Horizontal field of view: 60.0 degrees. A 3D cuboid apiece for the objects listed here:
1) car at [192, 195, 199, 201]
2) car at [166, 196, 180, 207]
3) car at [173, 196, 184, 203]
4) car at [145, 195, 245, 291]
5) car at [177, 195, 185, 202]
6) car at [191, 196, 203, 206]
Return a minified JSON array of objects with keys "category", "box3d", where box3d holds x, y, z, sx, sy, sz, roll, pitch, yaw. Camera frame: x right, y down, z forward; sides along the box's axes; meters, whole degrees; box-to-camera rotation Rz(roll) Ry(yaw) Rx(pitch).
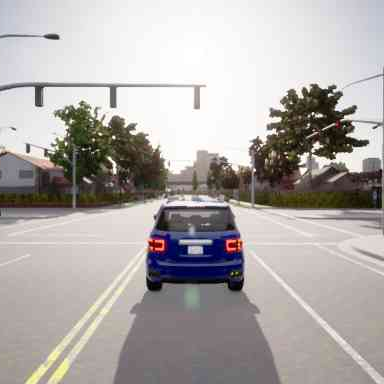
[{"category":"car","box3d":[0.928,1.544,89.502,1.994,1.385,4.181,0,0,0]},{"category":"car","box3d":[-2.896,1.476,51.620,1.882,1.535,5.008,0,0,1]},{"category":"car","box3d":[-2.702,1.546,69.328,2.033,1.411,5.357,0,0,0]},{"category":"car","box3d":[0.069,1.222,9.162,2.150,2.045,5.566,0,0,0]},{"category":"car","box3d":[-2.630,1.522,80.308,1.812,1.442,4.674,0,0,0]},{"category":"car","box3d":[0.800,1.476,53.984,1.882,1.535,5.008,0,0,0]}]
